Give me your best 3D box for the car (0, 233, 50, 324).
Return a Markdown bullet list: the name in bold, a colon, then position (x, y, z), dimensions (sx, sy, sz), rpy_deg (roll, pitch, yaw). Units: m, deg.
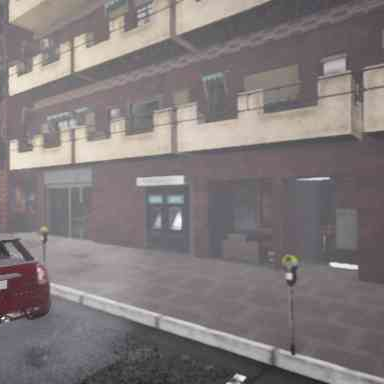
- **car**: position (-4.446, 1.407, 6.064), dimensions (4.097, 1.590, 1.967), rpy_deg (0, -1, 36)
